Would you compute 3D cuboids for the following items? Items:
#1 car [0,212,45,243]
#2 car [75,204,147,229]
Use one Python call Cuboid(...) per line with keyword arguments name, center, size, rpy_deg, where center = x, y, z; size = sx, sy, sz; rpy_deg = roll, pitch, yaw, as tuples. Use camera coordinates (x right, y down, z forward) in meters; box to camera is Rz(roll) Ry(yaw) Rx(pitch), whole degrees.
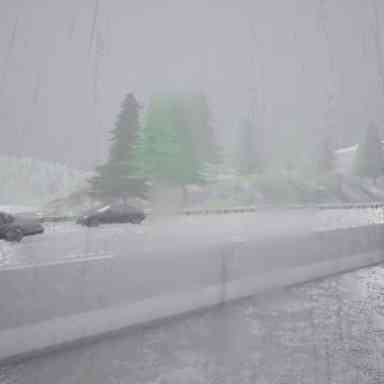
Cuboid(name="car", center=(-9.376, 1.547, 14.501), size=(5.357, 1.411, 2.033), rpy_deg=(0, 0, -35))
Cuboid(name="car", center=(-5.199, 1.503, 21.755), size=(4.674, 1.442, 1.812), rpy_deg=(0, 0, -35))
